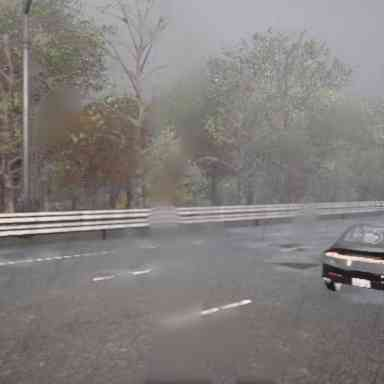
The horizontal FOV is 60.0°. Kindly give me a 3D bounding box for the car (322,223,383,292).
[{"bbox_3d":[4.714,1.503,8.107,2.128,1.511,4.902,1,0,40],"label":"car"}]
